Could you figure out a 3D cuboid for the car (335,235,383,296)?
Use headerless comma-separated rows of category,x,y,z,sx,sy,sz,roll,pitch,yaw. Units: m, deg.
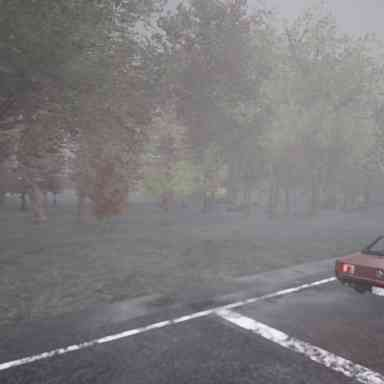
car,5.405,1.610,7.602,4.718,1.301,1.895,0,0,-35
